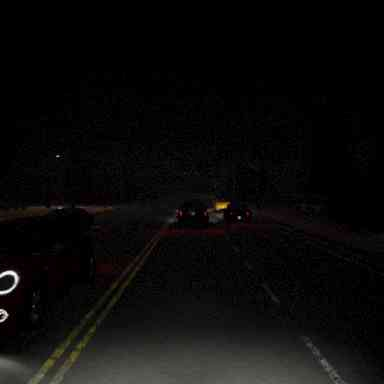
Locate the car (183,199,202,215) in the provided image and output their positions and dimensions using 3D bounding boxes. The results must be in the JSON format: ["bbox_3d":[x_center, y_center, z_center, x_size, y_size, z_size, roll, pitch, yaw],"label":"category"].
[{"bbox_3d":[0.065,1.579,36.028,1.837,1.490,4.892,0,0,0],"label":"car"}]

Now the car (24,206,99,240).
[{"bbox_3d":[-7.031,1.586,18.651,2.033,1.411,5.357,0,0,1],"label":"car"}]

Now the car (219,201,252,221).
[{"bbox_3d":[3.589,1.657,27.384,1.895,1.301,4.718,0,0,0],"label":"car"}]

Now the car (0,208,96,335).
[{"bbox_3d":[-3.590,1.367,6.897,2.097,1.767,4.553,0,0,0],"label":"car"}]

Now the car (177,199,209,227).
[{"bbox_3d":[0.079,1.400,23.144,2.097,1.767,4.553,0,0,0],"label":"car"}]

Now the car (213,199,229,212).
[{"bbox_3d":[3.578,1.560,39.757,1.882,1.535,5.008,0,0,0],"label":"car"}]
